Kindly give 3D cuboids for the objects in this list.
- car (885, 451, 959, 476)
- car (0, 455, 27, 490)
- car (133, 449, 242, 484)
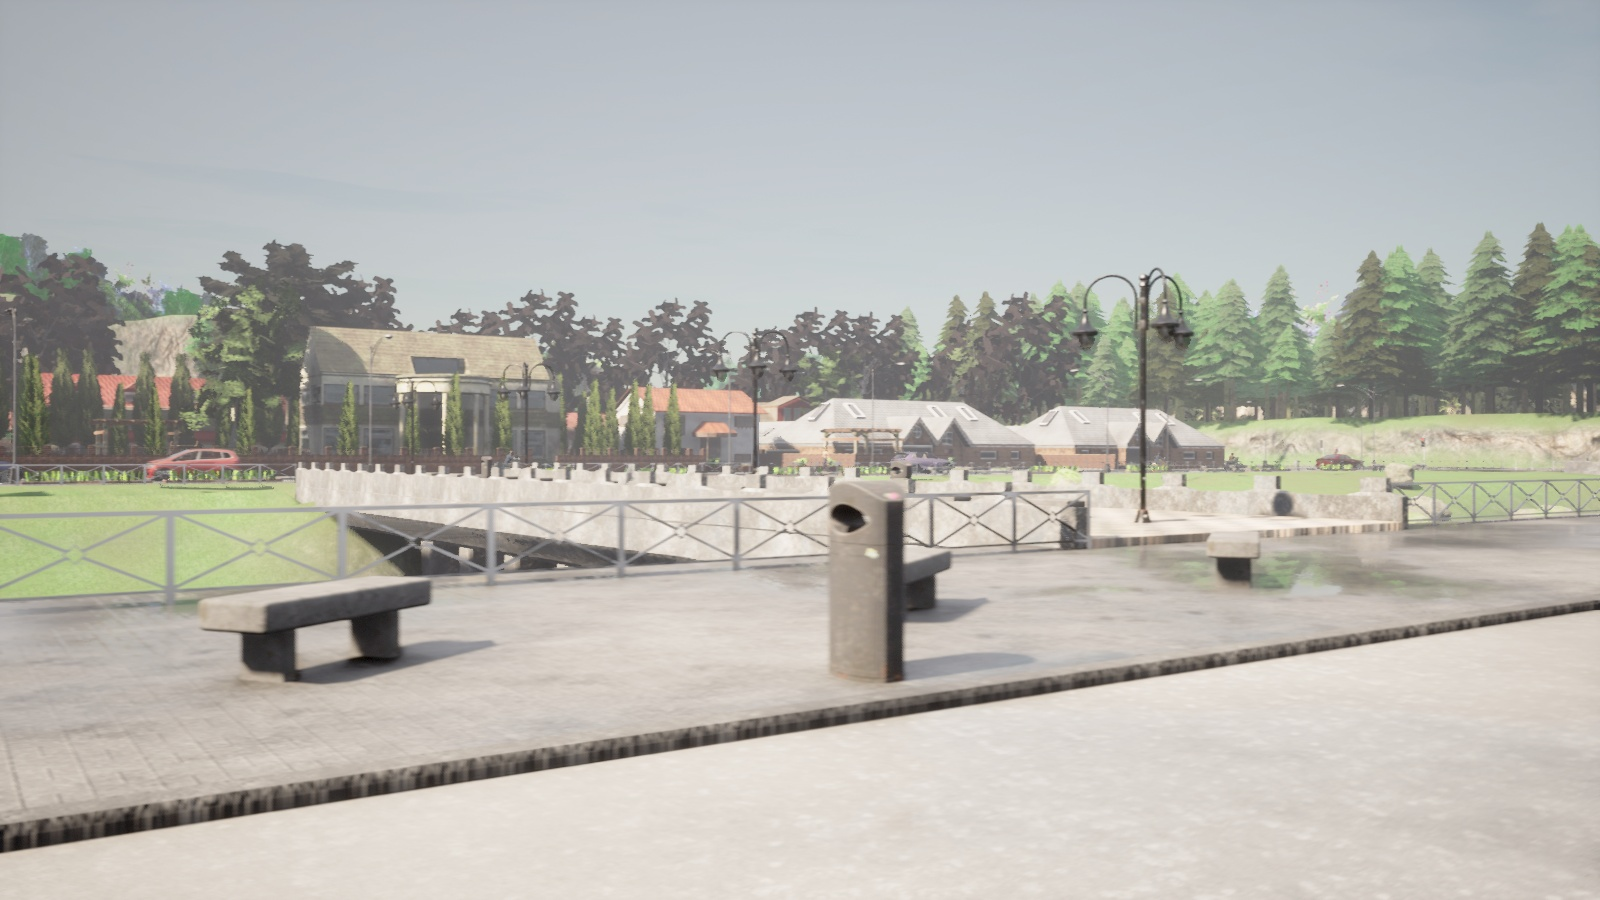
[{"bbox_3d":[8.305,0.866,85.193,4.856,1.649,2.033,0,0,-35],"label":"car"},{"bbox_3d":[-35.769,0.968,54.528,3.633,1.501,1.845,0,0,-35],"label":"car"},{"bbox_3d":[-30.684,0.808,62.940,4.611,1.667,2.242,0,0,-35],"label":"car"}]
